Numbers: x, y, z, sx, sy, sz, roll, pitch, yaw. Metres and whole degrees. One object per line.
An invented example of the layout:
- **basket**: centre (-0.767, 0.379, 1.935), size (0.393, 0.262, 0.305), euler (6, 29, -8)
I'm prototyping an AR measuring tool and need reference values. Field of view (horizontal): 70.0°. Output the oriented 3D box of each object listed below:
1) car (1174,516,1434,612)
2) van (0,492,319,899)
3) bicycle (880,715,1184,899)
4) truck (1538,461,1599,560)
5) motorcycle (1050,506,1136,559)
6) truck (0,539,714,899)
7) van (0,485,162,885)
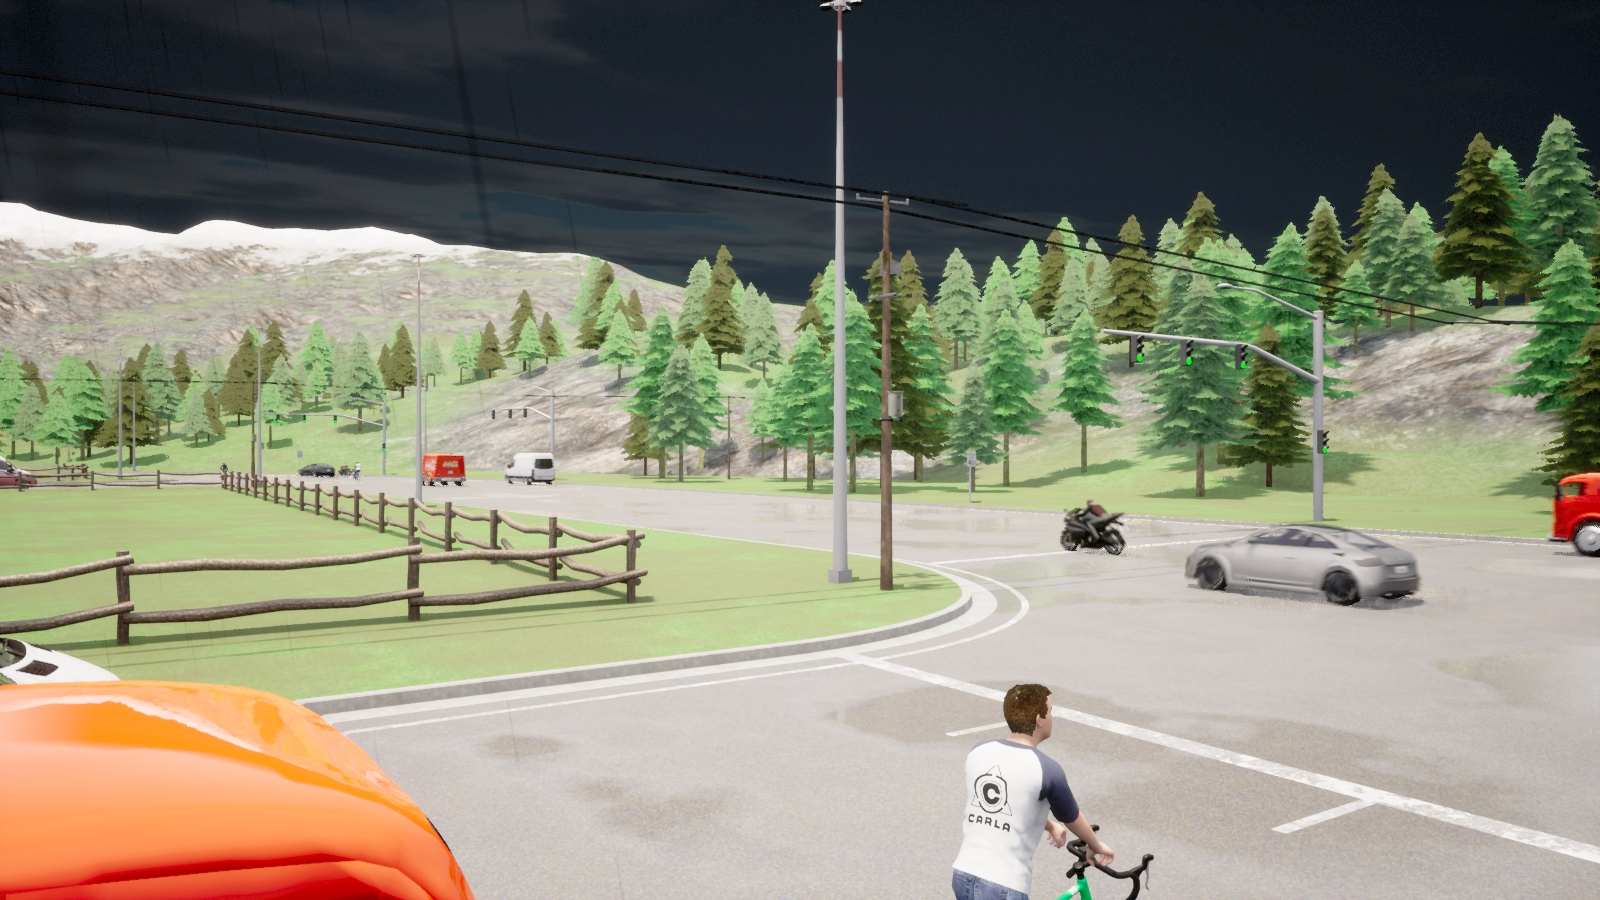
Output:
- **car**: centre (9.600, 2.105, 22.059), size (1.994, 1.385, 4.181), euler (0, 0, -35)
- **van**: centre (-5.215, 1.535, 4.399), size (5.915, 2.561, 1.988), euler (0, 0, -35)
- **bicycle**: centre (1.060, 2.053, 4.957), size (1.643, 1.496, 0.373), euler (0, 0, -41)
- **truck**: centre (22.013, 1.546, 28.722), size (2.627, 2.467, 5.204), euler (0, 0, -35)
- **motorcycle**: centre (7.853, 2.189, 30.743), size (0.867, 1.251, 2.209), euler (0, 0, -35)
- **truck**: centre (-3.049, 1.568, 1.730), size (5.204, 2.467, 2.627), euler (0, 0, -34)
- **van**: centre (-7.470, 1.530, 7.094), size (5.915, 2.561, 1.988), euler (1, -1, -35)
